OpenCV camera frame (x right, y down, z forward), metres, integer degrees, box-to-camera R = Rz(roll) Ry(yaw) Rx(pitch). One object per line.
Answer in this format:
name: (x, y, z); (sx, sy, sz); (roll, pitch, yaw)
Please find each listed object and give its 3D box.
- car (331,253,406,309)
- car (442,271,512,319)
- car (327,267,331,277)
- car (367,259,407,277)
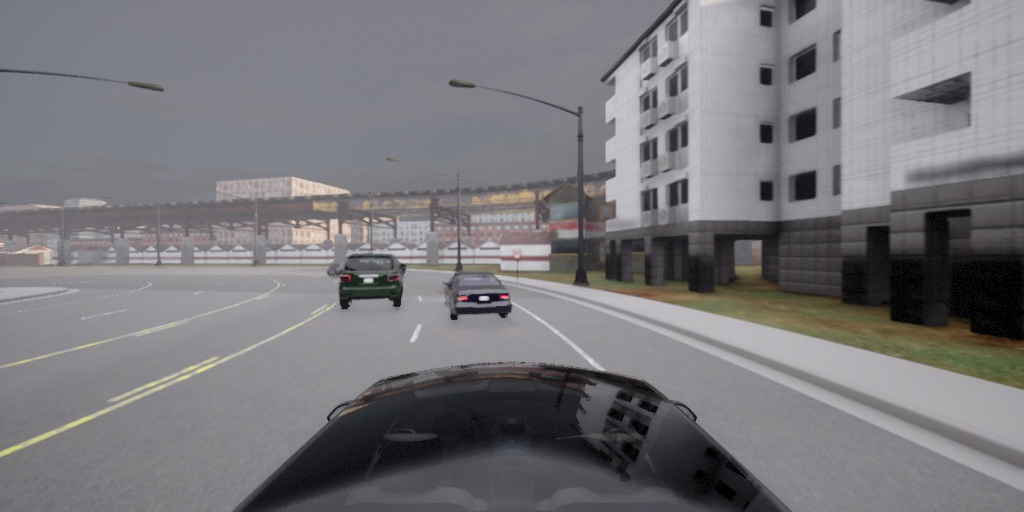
car: (-5.689, 0.909, 14.972); (2.150, 2.045, 5.566); (0, 1, -16)
car: (-1.362, 1.225, 12.525); (2.033, 1.411, 5.357); (0, 0, -13)
car: (-14.897, 1.179, 31.722); (1.994, 1.385, 4.181); (-1, 0, -41)
car: (-11.702, 1.059, 33.419); (1.882, 1.535, 5.008); (0, 0, -40)
